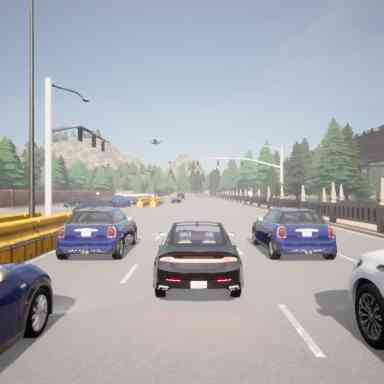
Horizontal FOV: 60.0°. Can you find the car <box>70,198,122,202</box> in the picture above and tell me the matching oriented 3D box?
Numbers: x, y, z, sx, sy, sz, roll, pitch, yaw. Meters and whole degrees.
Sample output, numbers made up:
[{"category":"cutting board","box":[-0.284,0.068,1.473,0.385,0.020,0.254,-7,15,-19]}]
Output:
[{"category":"car","box":[-9.673,1.564,33.510,4.181,1.385,1.994,0,0,-32]}]

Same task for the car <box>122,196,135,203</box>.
[{"category":"car","box":[-13.715,1.553,72.146,1.994,1.385,4.181,0,0,0]}]

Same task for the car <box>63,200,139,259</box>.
[{"category":"car","box":[-3.401,1.352,12.675,2.097,1.767,4.553,0,0,-1]}]

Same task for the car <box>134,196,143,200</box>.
[{"category":"car","box":[-10.348,1.526,58.334,1.812,1.442,4.674,0,0,1]}]

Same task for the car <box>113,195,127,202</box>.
[{"category":"car","box":[-17.185,1.540,79.726,2.033,1.411,5.357,0,0,0]}]

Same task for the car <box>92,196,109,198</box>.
[{"category":"car","box":[-13.864,1.526,52.983,1.812,1.442,4.674,0,0,1]}]

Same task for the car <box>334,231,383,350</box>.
[{"category":"car","box":[3.615,1.221,3.068,2.150,2.045,5.566,0,0,0]}]

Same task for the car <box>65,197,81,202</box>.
[{"category":"car","box":[-17.411,1.505,49.395,1.837,1.490,4.892,0,0,1]}]

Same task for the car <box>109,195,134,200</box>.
[{"category":"car","box":[-10.393,1.478,49.267,1.882,1.535,5.008,0,0,0]}]

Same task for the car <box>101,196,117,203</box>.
[{"category":"car","box":[-17.227,1.525,69.235,2.128,1.511,4.902,0,0,0]}]

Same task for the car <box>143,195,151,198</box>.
[{"category":"car","box":[-10.241,1.491,67.696,2.128,1.511,4.902,0,0,0]}]

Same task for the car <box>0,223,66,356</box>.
[{"category":"car","box":[-3.383,1.352,3.759,2.097,1.767,4.553,0,0,0]}]

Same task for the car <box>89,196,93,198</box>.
[{"category":"car","box":[-17.337,1.505,58.809,1.837,1.490,4.892,0,0,1]}]

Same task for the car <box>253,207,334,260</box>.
[{"category":"car","box":[3.647,1.352,12.653,2.097,1.767,4.553,0,0,0]}]

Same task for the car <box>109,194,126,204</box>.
[{"category":"car","box":[-13.807,1.352,62.126,2.097,1.767,4.553,0,0,1]}]

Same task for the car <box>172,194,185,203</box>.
[{"category":"car","box":[-3.125,1.600,70.254,1.895,1.301,4.718,0,0,0]}]

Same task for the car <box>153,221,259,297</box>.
[{"category":"car","box":[0.132,1.492,8.540,2.128,1.511,4.902,0,0,0]}]
